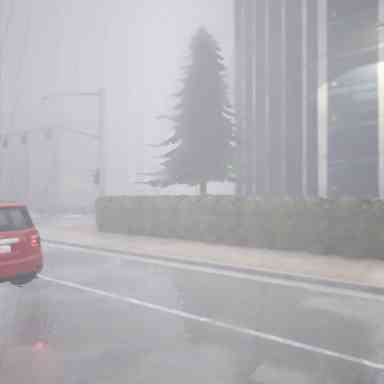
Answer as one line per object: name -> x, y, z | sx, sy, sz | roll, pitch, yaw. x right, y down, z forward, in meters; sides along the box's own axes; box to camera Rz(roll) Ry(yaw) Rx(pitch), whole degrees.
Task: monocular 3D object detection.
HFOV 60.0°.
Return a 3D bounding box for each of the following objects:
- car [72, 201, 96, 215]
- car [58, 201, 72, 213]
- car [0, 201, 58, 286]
car -> -9.805, 1.607, 34.662 | 1.994, 1.385, 4.181 | 0, 0, 36
car -> -14.078, 1.613, 34.744 | 1.994, 1.385, 4.181 | 0, 0, 36
car -> -5.936, 1.237, 8.207 | 5.566, 2.045, 2.150 | 0, 0, 36
